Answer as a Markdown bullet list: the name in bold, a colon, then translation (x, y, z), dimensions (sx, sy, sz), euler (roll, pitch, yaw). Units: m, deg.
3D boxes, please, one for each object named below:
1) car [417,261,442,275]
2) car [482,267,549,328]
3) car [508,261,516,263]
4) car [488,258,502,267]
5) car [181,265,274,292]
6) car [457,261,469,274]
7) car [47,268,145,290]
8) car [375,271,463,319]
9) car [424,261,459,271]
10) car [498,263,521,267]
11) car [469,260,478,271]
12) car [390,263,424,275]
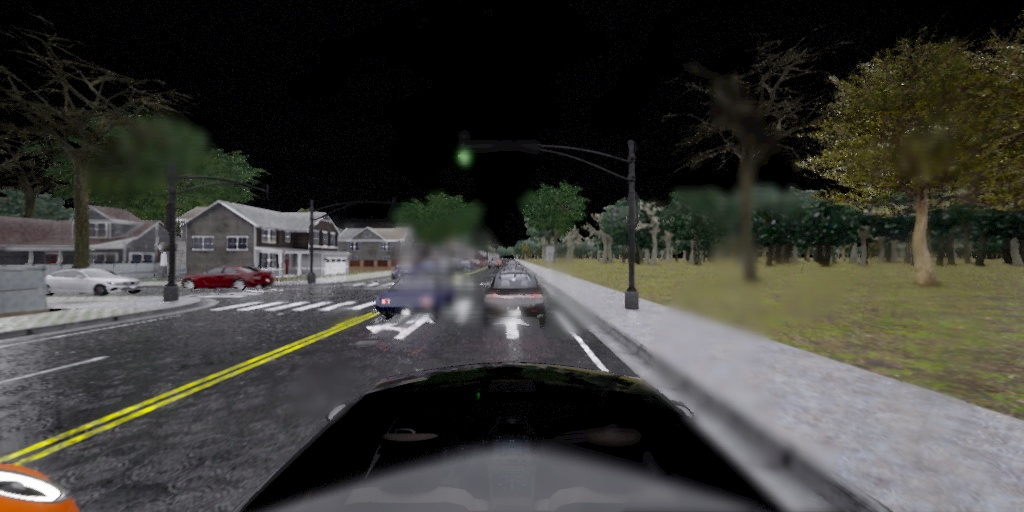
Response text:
- **car**: translation (-9.839, 1.387, 43.105), dimensions (1.882, 1.535, 5.008), euler (0, 0, 0)
- **car**: translation (0.101, 1.284, 11.617), dimensions (2.128, 1.511, 4.902), euler (0, 0, 0)
- **car**: translation (0.003, 1.527, 63.535), dimensions (2.033, 1.411, 5.357), euler (0, 0, 0)
- **car**: translation (-3.247, 1.506, 63.951), dimensions (1.812, 1.442, 4.674), euler (0, 0, 0)
- **car**: translation (-17.393, 1.334, 22.003), dimensions (5.008, 1.535, 1.882), euler (0, -1, 2)
- **car**: translation (-6.591, 1.508, 42.530), dimensions (1.895, 1.301, 4.718), euler (0, 0, 0)
- **car**: translation (-22.496, 1.379, 19.134), dimensions (4.674, 1.442, 1.812), euler (0, 0, 0)
- **car**: translation (-3.146, 1.398, 12.926), dimensions (1.895, 1.301, 4.718), euler (0, 0, 0)
- **car**: translation (-6.595, 1.441, 33.779), dimensions (1.994, 1.385, 4.181), euler (0, 0, 0)
- **car**: translation (0.103, 1.463, 29.436), dimensions (1.895, 1.301, 4.718), euler (0, 0, 0)
- **car**: translation (-6.549, 1.468, 52.696), dimensions (1.812, 1.442, 4.674), euler (0, 0, 0)
- **car**: translation (-9.829, 1.403, 33.763), dimensions (1.812, 1.442, 4.674), euler (0, 0, 0)
